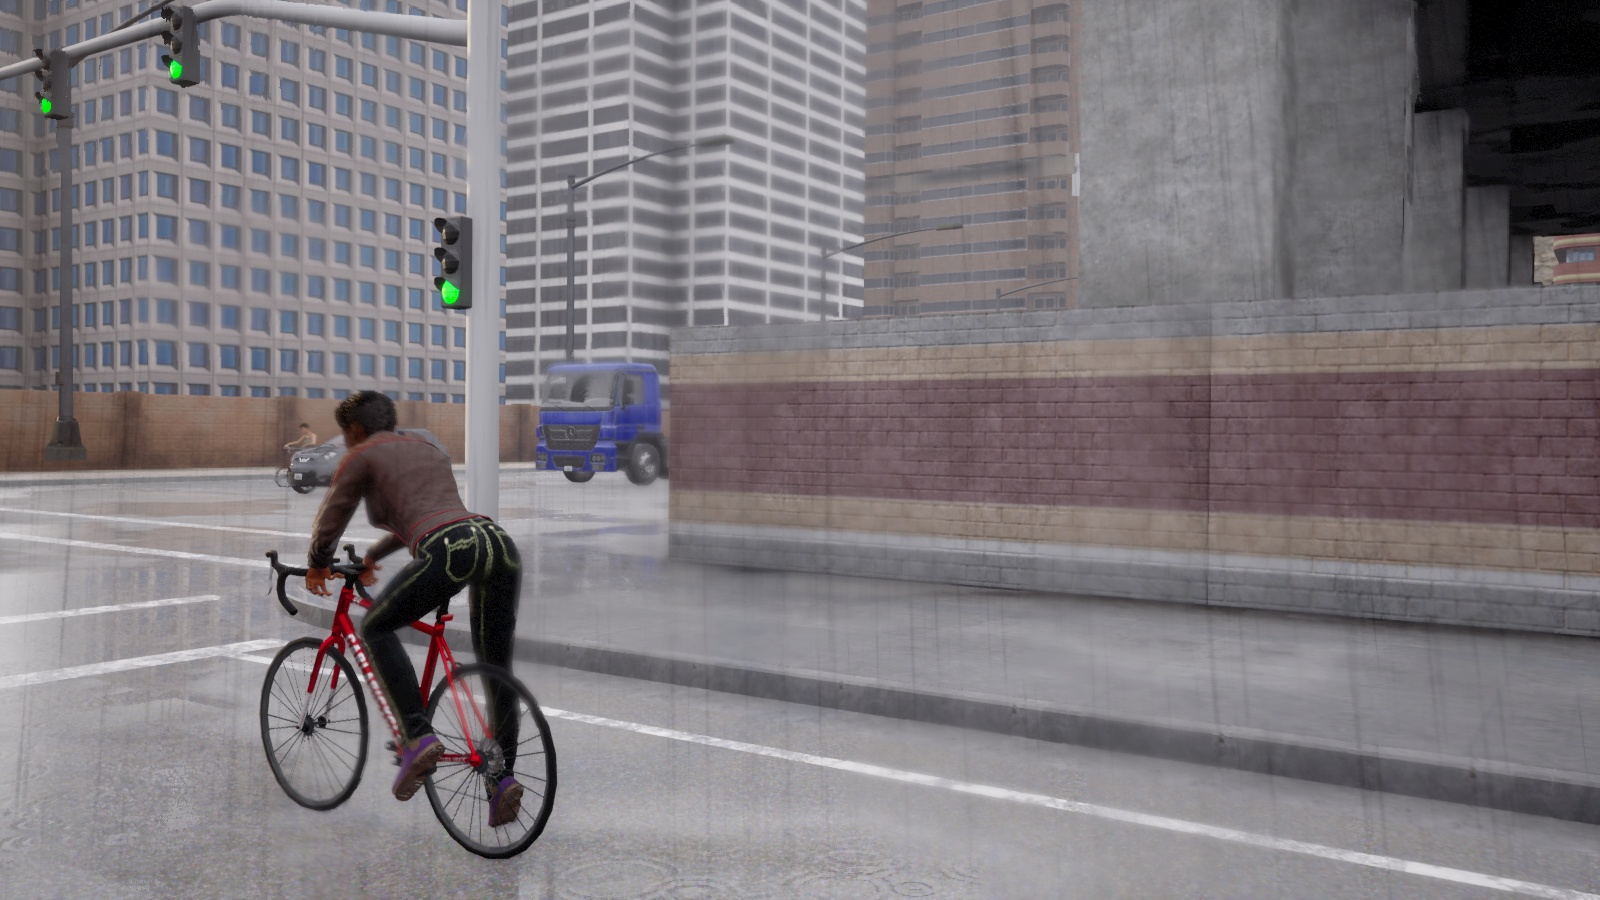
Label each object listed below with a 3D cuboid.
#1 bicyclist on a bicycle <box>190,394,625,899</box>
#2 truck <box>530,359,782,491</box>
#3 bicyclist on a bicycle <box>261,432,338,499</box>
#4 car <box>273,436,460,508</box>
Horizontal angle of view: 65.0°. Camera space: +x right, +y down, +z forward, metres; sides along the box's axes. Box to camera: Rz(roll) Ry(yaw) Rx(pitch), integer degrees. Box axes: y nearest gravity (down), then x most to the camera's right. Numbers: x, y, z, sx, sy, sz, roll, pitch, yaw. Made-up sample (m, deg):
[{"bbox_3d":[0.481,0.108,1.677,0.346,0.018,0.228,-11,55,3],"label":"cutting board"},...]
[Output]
[{"bbox_3d":[-1.472,0.635,4.599,1.656,1.620,0.582,0,1,34],"label":"bicyclist on a bicycle"},{"bbox_3d":[-4.016,-0.721,37.134,2.891,3.462,7.936,0,1,34],"label":"truck"},{"bbox_3d":[-12.366,0.356,31.053,0.866,1.612,1.509,0,1,34],"label":"bicyclist on a bicycle"},{"bbox_3d":[-9.798,0.444,28.592,1.845,1.501,3.633,0,1,34],"label":"car"}]
